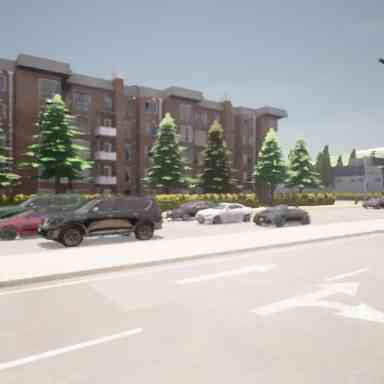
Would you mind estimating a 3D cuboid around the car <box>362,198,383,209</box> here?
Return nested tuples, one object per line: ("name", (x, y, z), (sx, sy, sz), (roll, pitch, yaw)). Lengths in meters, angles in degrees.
("car", (24.544, 1.510, 44.278), (4.674, 1.442, 1.812), (0, 0, -36))

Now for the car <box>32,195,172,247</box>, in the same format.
("car", (-3.993, 1.218, 15.263), (5.566, 2.045, 2.150), (0, 0, -35))

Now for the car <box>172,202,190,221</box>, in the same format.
("car", (0.258, 1.481, 26.868), (4.902, 1.511, 2.128), (0, 0, -35))

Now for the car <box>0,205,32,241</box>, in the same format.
("car", (-7.939, 1.559, 16.757), (4.181, 1.385, 1.994), (0, 0, -36))

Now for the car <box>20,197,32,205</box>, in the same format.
("car", (-9.068, 1.215, 20.244), (5.566, 2.045, 2.150), (0, 0, -35))

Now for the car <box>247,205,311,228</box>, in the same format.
("car", (6.065, 1.556, 22.399), (4.181, 1.385, 1.994), (0, 0, -35))

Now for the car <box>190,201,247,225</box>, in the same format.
("car", (2.455, 1.518, 24.131), (4.674, 1.442, 1.812), (0, 0, -35))
